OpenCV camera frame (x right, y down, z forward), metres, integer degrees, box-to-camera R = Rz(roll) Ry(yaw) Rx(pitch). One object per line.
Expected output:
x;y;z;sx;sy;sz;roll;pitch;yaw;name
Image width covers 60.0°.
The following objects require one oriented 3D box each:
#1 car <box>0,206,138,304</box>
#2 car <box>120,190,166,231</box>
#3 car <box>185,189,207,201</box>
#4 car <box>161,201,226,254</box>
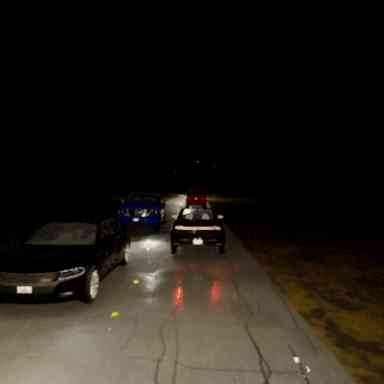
-2.783;1.336;8.081;1.882;1.535;5.008;1;1;1;car
-2.670;0.936;18.763;2.150;2.045;5.566;1;1;0;car
0.435;0.741;36.076;2.150;2.045;5.566;1;1;1;car
0.207;1.311;12.710;2.128;1.511;4.902;1;1;1;car
